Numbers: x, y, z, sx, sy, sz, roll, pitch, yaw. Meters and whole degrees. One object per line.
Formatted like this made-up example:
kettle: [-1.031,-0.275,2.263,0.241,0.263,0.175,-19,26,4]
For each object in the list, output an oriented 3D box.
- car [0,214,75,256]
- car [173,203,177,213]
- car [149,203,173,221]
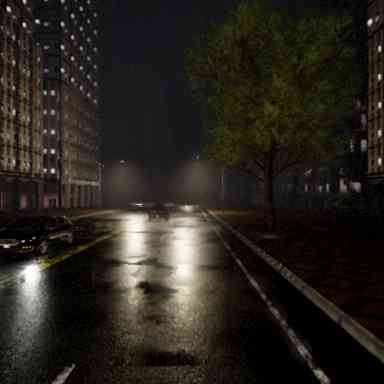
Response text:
car: [-6.600,1.729,14.292,1.837,1.490,4.892,0,-1,0]
car: [-3.166,2.289,47.824,2.033,1.411,5.357,0,-1,0]
car: [-3.161,2.015,32.889,1.837,1.490,4.892,0,-1,0]
